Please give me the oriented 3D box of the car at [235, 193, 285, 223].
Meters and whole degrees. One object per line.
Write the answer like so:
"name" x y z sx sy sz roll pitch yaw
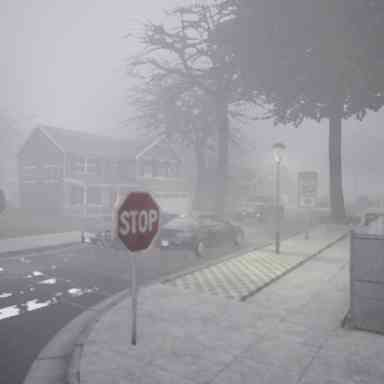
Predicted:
"car" 5.159 1.119 25.004 2.150 2.045 5.566 1 1 35

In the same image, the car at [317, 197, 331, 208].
"car" 16.598 1.281 41.424 1.994 1.385 4.181 1 1 35

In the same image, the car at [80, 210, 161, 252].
"car" -2.393 1.479 14.102 2.128 1.511 4.902 1 1 35

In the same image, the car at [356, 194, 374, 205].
"car" 25.946 1.111 49.885 1.837 1.490 4.892 1 1 35

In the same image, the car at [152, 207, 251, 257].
"car" 0.386 1.539 13.111 1.812 1.442 4.674 1 1 35
